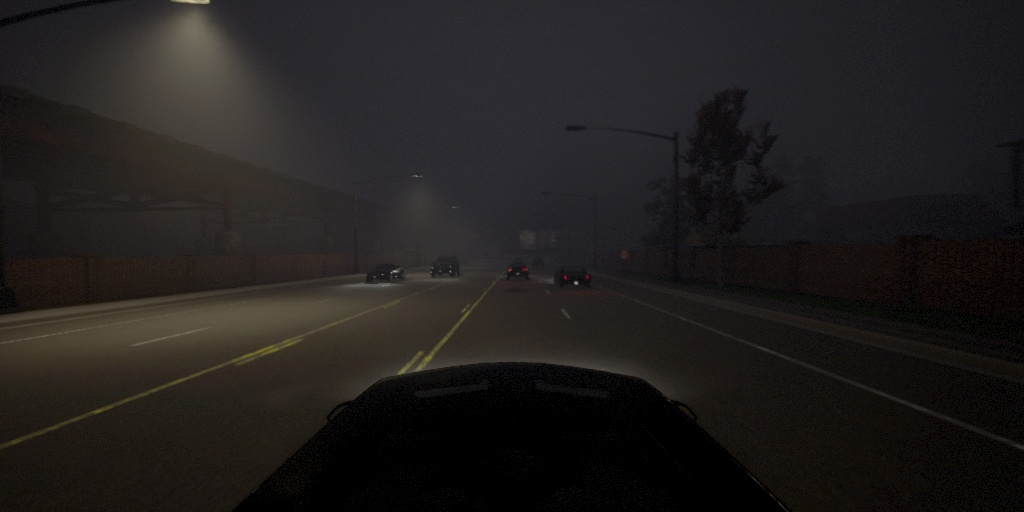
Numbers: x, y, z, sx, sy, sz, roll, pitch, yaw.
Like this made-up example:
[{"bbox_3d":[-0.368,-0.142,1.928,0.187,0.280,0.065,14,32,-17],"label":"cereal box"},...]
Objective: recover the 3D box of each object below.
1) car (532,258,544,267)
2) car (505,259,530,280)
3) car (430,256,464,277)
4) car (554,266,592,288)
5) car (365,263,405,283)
[{"bbox_3d":[4.559,1.061,63.340,2.097,1.767,4.553,0,0,1],"label":"car"},{"bbox_3d":[0.506,1.271,31.449,1.812,1.442,4.674,0,0,1],"label":"car"},{"bbox_3d":[-6.599,1.028,35.982,2.150,2.045,5.566,0,0,1],"label":"car"},{"bbox_3d":[3.875,1.317,23.662,1.895,1.301,4.718,0,0,1],"label":"car"},{"bbox_3d":[-10.207,1.344,29.212,1.837,1.490,4.892,-1,-1,1],"label":"car"}]
